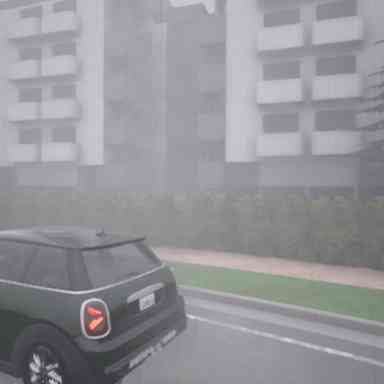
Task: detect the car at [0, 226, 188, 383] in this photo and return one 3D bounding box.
[{"bbox_3d":[-2.409,1.306,4.998,4.553,1.767,2.097,1,1,28],"label":"car"}]
